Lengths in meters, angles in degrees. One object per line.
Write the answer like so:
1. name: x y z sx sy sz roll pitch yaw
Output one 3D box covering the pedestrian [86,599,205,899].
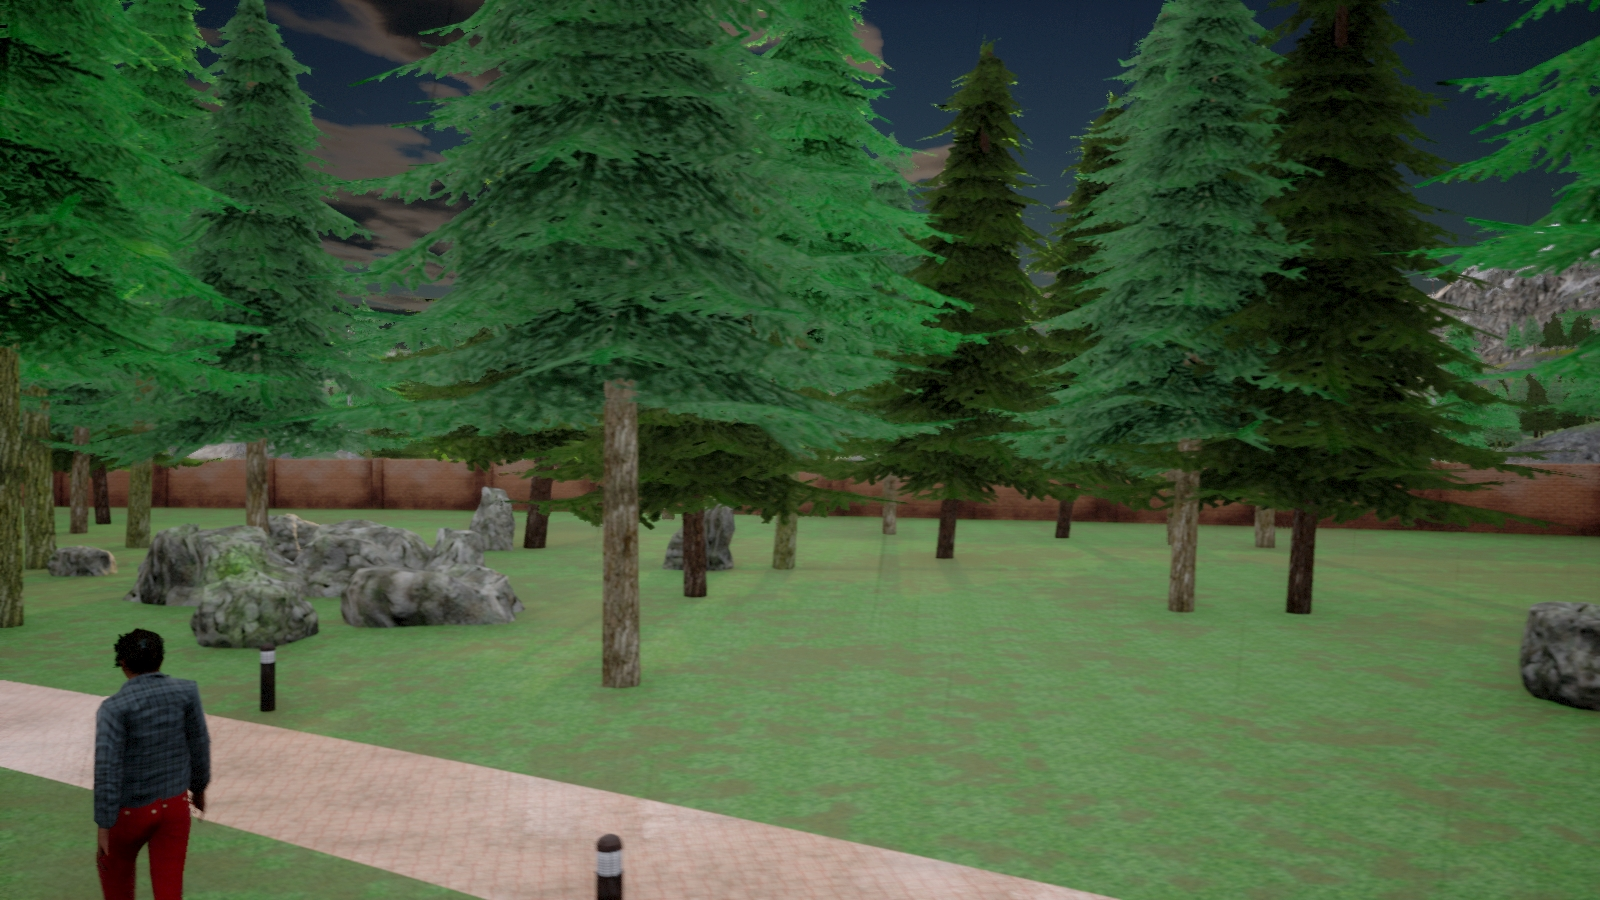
1. pedestrian: -3.076 1.664 5.372 0.375 1.860 0.375 0 0 40
